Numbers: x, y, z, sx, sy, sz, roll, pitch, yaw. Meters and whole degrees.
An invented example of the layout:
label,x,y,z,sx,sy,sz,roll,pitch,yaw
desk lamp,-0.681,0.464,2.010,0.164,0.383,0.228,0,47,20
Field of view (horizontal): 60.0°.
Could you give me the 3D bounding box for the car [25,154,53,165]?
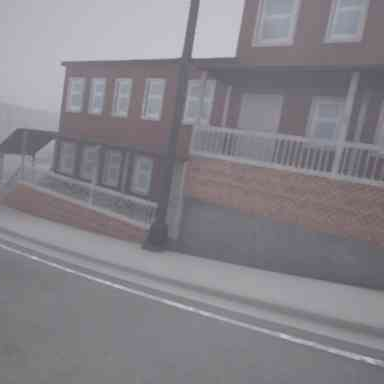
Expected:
label,x,y,z,sx,sy,sz,roll,pitch,yaw
car,-17.851,-3.957,40.519,1.895,1.301,4.718,14,8,35
